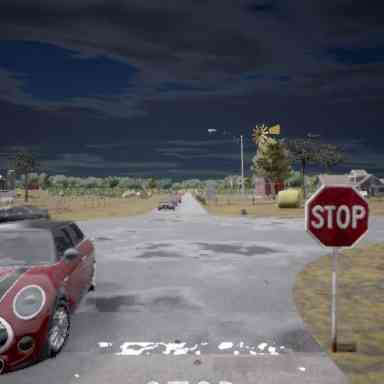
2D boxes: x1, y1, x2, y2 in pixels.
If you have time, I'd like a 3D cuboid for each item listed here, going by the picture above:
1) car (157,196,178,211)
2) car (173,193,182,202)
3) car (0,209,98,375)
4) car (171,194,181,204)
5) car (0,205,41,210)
[{"bbox_3d":[-3.102,1.573,41.039,1.994,1.385,4.181,0,0,-1],"label":"car"},{"bbox_3d":[-3.276,1.273,67.831,2.150,2.045,5.566,0,0,0],"label":"car"},{"bbox_3d":[-3.022,1.350,5.845,2.097,1.767,4.553,0,0,-7],"label":"car"},{"bbox_3d":[-3.200,1.529,53.498,1.837,1.490,4.892,0,0,0],"label":"car"},{"bbox_3d":[-11.989,1.656,21.928,4.892,1.490,1.837,-2,4,-17],"label":"car"}]
